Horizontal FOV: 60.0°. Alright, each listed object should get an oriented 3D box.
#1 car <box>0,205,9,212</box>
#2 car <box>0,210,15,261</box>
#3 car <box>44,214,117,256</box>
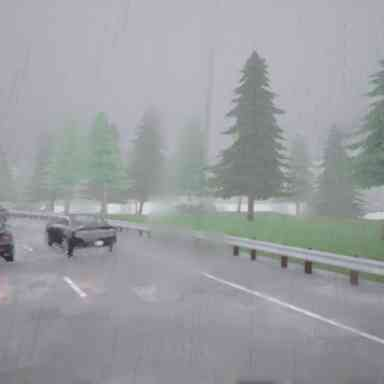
[{"bbox_3d":[-16.802,1.766,27.490,4.902,1.511,2.128,0,-1,42],"label":"car"},{"bbox_3d":[-7.722,1.626,12.057,1.837,1.490,4.892,1,-1,-36],"label":"car"},{"bbox_3d":[-4.769,1.653,13.938,2.128,1.511,4.902,1,-1,-36],"label":"car"}]
